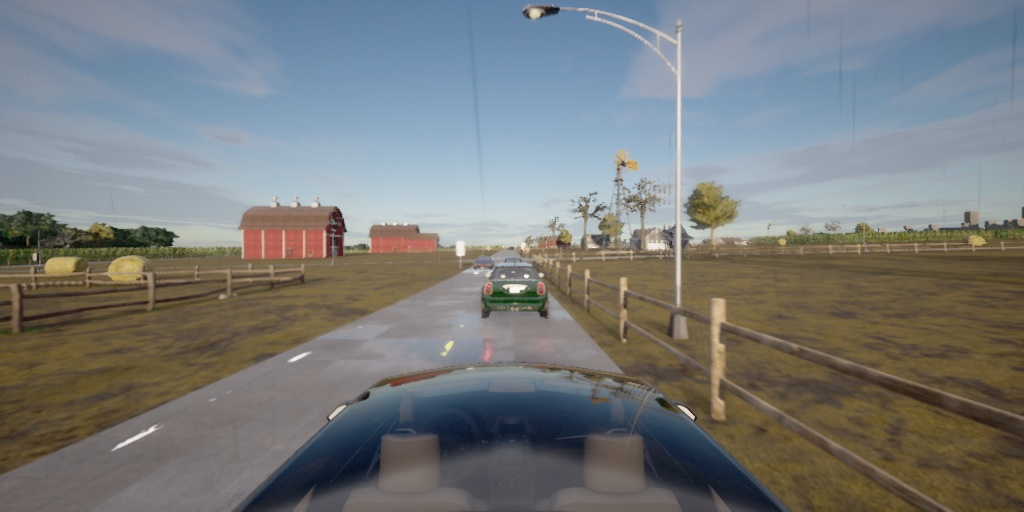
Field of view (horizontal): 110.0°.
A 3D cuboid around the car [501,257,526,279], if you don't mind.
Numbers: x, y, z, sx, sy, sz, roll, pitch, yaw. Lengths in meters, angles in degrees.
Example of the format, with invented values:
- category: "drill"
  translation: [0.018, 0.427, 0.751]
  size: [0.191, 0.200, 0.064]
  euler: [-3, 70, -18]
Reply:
- category: "car"
  translation: [0.088, 0.871, 28.773]
  size: [1.837, 1.490, 4.892]
  euler: [0, 1, 0]

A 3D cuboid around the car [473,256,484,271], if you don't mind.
- category: "car"
  translation: [-2.843, 0.703, 37.010]
  size: [2.033, 1.411, 5.357]
  euler: [0, 2, 0]

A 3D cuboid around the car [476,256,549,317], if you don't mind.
- category: "car"
  translation: [0.088, 1.003, 12.742]
  size: [2.097, 1.767, 4.553]
  euler: [0, 1, 0]
